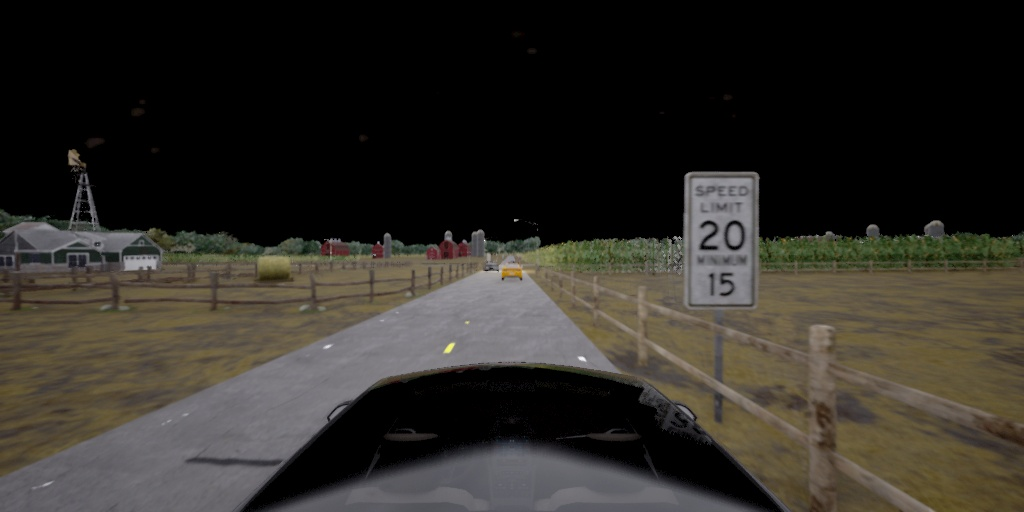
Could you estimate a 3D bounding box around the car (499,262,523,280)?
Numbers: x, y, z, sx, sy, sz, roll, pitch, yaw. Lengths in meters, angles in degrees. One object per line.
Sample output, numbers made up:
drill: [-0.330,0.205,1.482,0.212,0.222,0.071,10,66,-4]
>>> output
car: [0.007,1.395,33.453,1.882,1.535,5.008,0,0,0]

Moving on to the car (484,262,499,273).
car: [-2.752,1.574,50.103,1.994,1.385,4.181,0,0,0]
